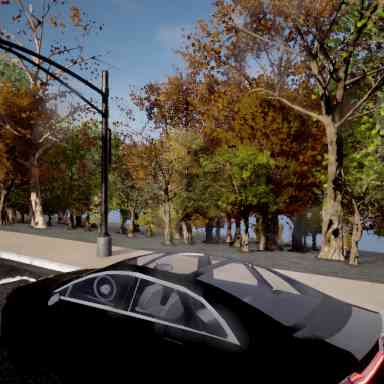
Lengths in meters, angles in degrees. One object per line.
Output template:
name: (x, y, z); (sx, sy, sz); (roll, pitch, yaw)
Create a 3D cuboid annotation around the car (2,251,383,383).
car: (-0.408, 1.491, 3.985); (4.902, 1.511, 2.128); (0, 0, 36)
